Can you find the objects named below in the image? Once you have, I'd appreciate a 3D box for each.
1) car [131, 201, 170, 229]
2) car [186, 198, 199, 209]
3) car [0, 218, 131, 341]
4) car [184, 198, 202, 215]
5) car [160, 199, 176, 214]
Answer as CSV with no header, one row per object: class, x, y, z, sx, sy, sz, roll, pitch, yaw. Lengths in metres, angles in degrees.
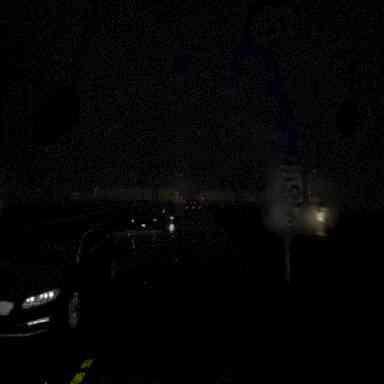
car,-2.835,1.581,22.138,2.033,1.411,5.357,0,0,0
car,0.079,1.621,48.381,1.837,1.490,4.892,0,0,0
car,-2.821,1.498,6.897,2.128,1.511,4.902,0,0,-1
car,0.126,1.617,35.328,2.033,1.411,5.357,0,0,0
car,-2.776,1.580,36.152,1.837,1.490,4.892,0,-1,0
